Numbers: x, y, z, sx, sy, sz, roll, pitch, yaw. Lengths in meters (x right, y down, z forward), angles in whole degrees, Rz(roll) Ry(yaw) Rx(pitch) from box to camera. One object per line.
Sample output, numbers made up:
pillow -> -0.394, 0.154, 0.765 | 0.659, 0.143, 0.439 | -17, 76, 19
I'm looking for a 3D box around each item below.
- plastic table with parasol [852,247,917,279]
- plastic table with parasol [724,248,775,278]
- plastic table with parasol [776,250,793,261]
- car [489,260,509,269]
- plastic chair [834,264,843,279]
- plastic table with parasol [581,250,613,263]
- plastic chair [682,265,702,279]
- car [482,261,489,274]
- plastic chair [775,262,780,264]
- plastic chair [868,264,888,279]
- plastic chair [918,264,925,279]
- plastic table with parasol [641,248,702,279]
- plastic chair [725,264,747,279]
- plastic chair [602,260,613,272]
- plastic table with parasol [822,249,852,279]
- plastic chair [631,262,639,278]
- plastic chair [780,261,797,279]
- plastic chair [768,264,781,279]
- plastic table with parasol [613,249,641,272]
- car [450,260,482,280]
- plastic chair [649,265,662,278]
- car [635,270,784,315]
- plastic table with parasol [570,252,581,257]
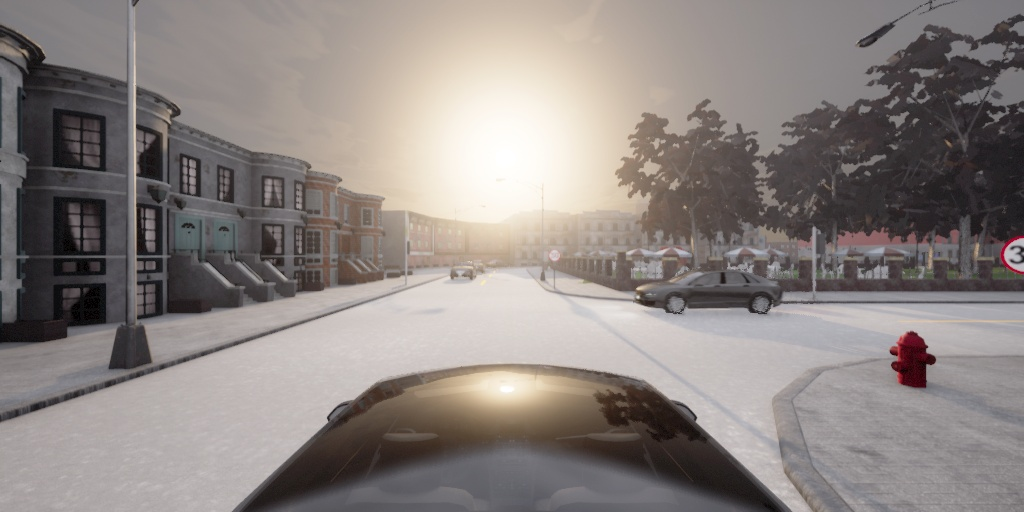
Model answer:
plastic table with parasol -> 23.730, 0.669, 22.864 | 2.482, 2.480, 2.482 | 0, 0, -40
plastic table with parasol -> 15.288, 0.689, 23.569 | 2.482, 2.480, 2.482 | 0, 0, -40
plastic table with parasol -> 22.044, 0.600, 30.828 | 2.482, 2.480, 2.482 | 0, 0, -39
car -> -2.515, 1.260, 56.627 | 2.033, 1.411, 5.357 | 0, 0, 33
plastic chair -> 25.435, 1.275, 27.441 | 0.730, 1.272, 0.750 | 0, 0, -40
plastic table with parasol -> 10.003, 0.603, 41.145 | 2.482, 2.480, 2.482 | 0, 0, -38
plastic chair -> 10.961, 1.325, 21.593 | 0.750, 1.272, 0.730 | 0, 0, -35
car -> -4.136, 1.214, 41.467 | 2.128, 1.511, 4.902 | 0, 0, 0
plastic chair -> 19.140, 1.287, 26.606 | 0.750, 1.272, 0.730 | 0, 0, -35
plastic chair -> 22.705, 1.274, 22.109 | 0.730, 1.272, 0.750 | 0, 0, -39
plastic chair -> 24.631, 1.301, 21.891 | 0.750, 1.272, 0.730 | 0, 0, -35
plastic table with parasol -> 10.059, 0.720, 22.566 | 2.482, 2.480, 2.482 | 0, 0, -40
plastic chair -> 14.258, 1.306, 22.824 | 0.730, 1.272, 0.750 | 0, 0, -40
plastic chair -> 10.950, 1.240, 40.133 | 0.750, 1.272, 0.730 | 0, 0, -32
plastic table with parasol -> 26.465, 0.675, 28.186 | 2.482, 2.480, 2.482 | 0, 0, -40
plastic chair -> 8.586, 1.283, 26.311 | 0.730, 1.272, 0.750 | 0, 0, -40
plastic chair -> 22.888, 1.268, 29.836 | 0.750, 1.272, 0.730 | 0, 0, -34
plastic chair -> 16.190, 1.294, 22.596 | 0.750, 1.272, 0.730 | 0, 0, -35
plastic table with parasol -> 9.616, 0.682, 27.056 | 2.482, 2.480, 2.482 | 0, 0, -40
car -> -4.134, 1.221, 31.089 | 2.128, 1.511, 4.902 | 0, 0, 0
plastic chair -> 9.028, 1.325, 21.821 | 0.730, 1.272, 0.750 | 0, 0, -40
car -> 6.998, 1.247, 12.985 | 4.892, 1.490, 1.837 | 0, 0, 0
plastic table with parasol -> 9.204, 0.702, 48.841 | 2.482, 2.480, 2.482 | 0, 0, 0
